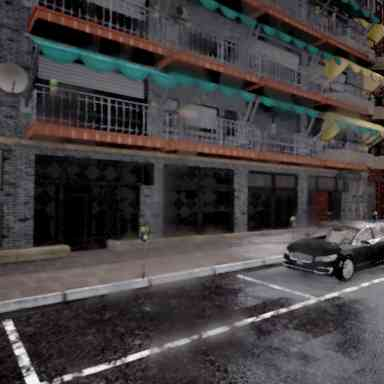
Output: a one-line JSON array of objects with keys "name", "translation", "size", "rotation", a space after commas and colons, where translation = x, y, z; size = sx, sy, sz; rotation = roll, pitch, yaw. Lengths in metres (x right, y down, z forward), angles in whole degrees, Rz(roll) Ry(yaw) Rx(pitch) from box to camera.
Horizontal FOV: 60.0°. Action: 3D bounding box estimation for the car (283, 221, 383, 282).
[{"name": "car", "translation": [4.550, 1.576, 9.810], "size": [4.403, 1.369, 2.008], "rotation": [0, 1, -36]}]
